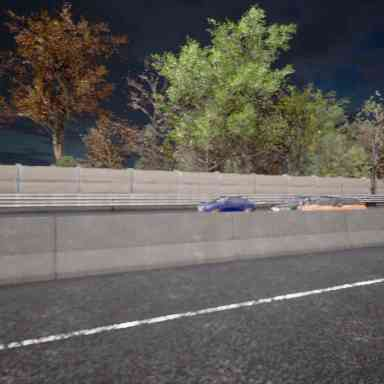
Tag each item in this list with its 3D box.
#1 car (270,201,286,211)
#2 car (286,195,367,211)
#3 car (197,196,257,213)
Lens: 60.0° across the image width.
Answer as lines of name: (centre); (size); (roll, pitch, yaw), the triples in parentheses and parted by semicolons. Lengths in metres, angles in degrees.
car: (7.710, 1.094, 23.385); (4.902, 1.511, 2.128); (0, 1, -26)
car: (8.223, 1.044, 19.724); (4.553, 1.767, 2.097); (0, 1, -26)
car: (2.653, 1.013, 24.793); (4.674, 1.442, 1.812); (0, 1, -26)
